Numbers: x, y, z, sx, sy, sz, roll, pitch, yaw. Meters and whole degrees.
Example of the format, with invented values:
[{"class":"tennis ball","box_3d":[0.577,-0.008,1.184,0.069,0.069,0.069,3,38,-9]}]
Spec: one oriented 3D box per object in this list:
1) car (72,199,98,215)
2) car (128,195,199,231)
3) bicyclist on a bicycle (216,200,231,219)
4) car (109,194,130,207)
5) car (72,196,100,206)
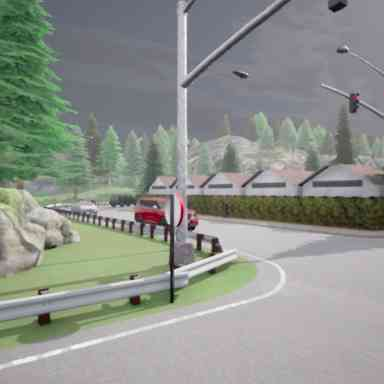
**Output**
[{"class":"car","box_3d":[-11.525,1.706,35.585,1.812,1.442,4.674,0,0,-34]},{"class":"car","box_3d":[-1.842,1.403,21.676,2.150,2.045,5.566,0,0,-35]},{"class":"bicyclist on a bicycle","box_3d":[2.714,1.475,28.220,1.656,1.620,0.582,0,0,-35]},{"class":"car","box_3d":[-10.759,1.376,53.330,2.150,2.045,5.566,0,0,33]},{"class":"car","box_3d":[-16.092,1.367,50.776,1.994,1.385,4.181,0,0,18]}]
